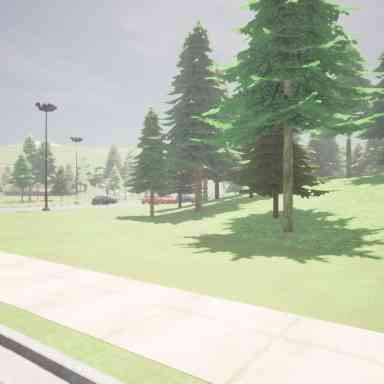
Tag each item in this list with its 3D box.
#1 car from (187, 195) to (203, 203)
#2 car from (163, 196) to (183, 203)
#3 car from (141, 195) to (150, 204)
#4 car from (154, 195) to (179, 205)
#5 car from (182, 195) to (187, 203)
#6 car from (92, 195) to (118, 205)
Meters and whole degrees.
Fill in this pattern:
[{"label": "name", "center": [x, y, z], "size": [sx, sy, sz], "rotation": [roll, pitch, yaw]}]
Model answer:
[{"label": "car", "center": [1.508, 1.564, 67.708], "size": [1.994, 1.385, 4.181], "rotation": [0, 0, 36]}, {"label": "car", "center": [-4.092, 1.554, 71.889], "size": [1.994, 1.385, 4.181], "rotation": [0, 0, 36]}, {"label": "car", "center": [-7.229, 1.352, 61.621], "size": [2.097, 1.767, 4.553], "rotation": [0, 0, 37]}, {"label": "car", "center": [-4.528, 1.352, 59.385], "size": [2.097, 1.767, 4.553], "rotation": [0, 0, 37]}, {"label": "car", "center": [-1.579, 1.352, 69.418], "size": [2.097, 1.767, 4.553], "rotation": [0, 0, 36]}, {"label": "car", "center": [-14.836, 1.350, 57.094], "size": [2.097, 1.767, 4.553], "rotation": [0, 0, 36]}]
